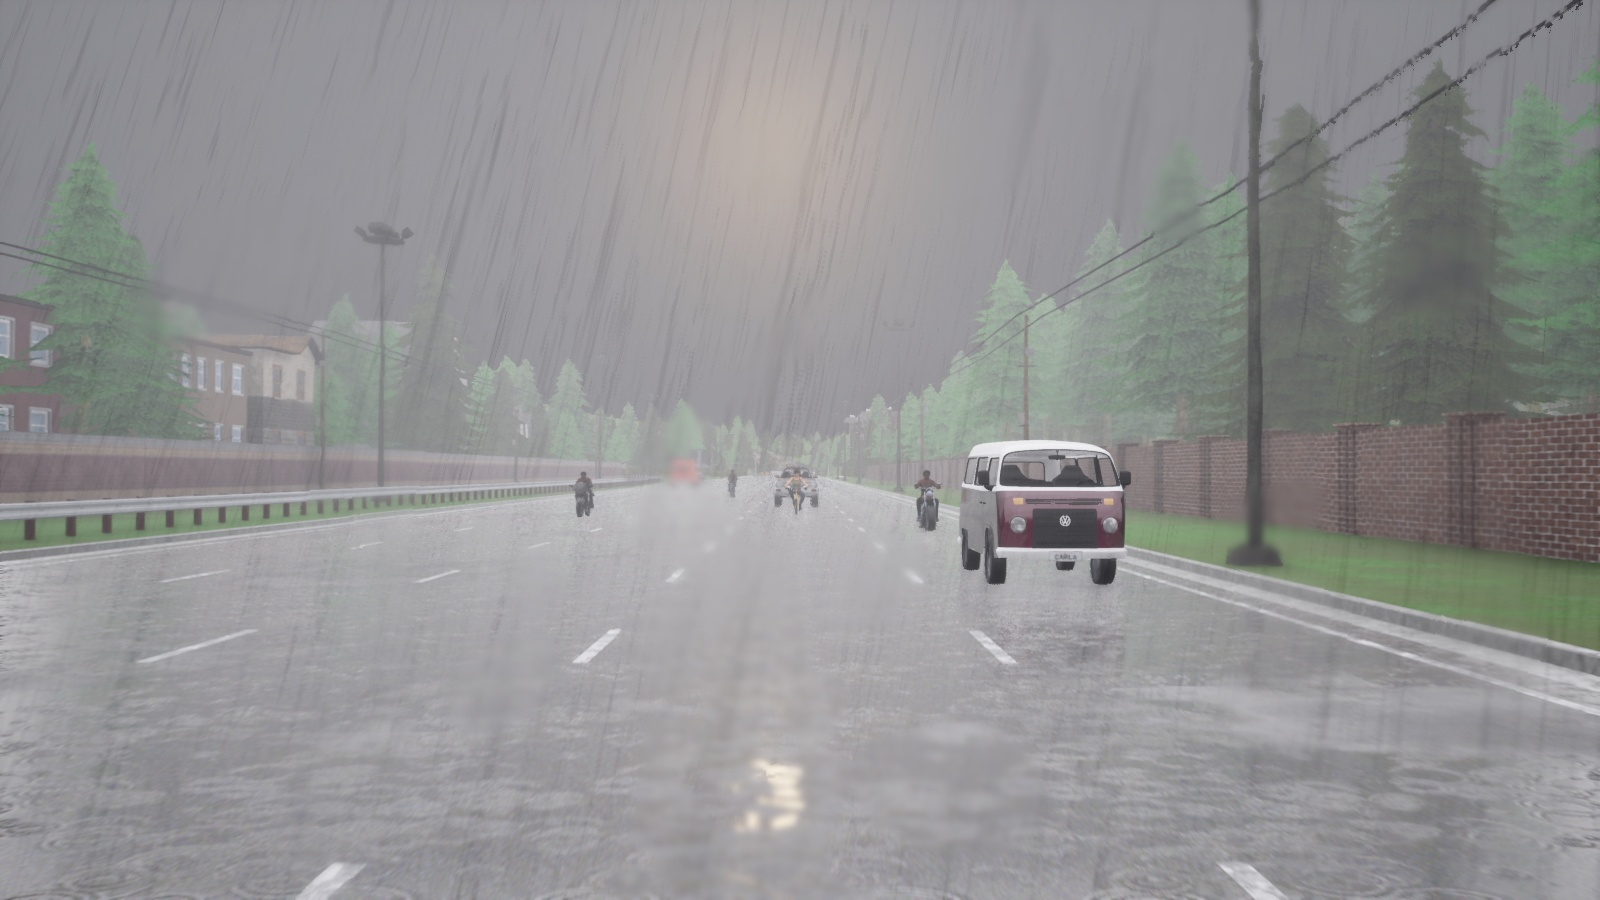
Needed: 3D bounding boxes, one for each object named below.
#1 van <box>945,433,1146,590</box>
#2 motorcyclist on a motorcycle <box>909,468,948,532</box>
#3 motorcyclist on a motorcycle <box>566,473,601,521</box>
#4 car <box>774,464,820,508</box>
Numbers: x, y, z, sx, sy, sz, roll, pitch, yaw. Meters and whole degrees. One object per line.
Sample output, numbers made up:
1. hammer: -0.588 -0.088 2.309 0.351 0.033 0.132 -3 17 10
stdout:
1. van: 3.454 0.835 18.572 2.069 2.038 4.480 0 -1 0
2. motorcyclist on a motorcycle: 3.419 1.314 33.596 0.766 1.649 2.350 0 -1 0
3. motorcyclist on a motorcycle: -7.100 1.517 41.329 0.797 1.523 2.044 0 -1 0
4. car: -0.144 1.560 55.431 1.932 1.855 4.605 0 -1 0
